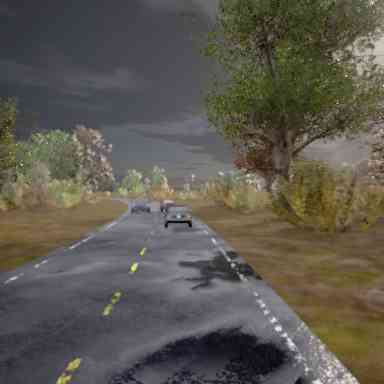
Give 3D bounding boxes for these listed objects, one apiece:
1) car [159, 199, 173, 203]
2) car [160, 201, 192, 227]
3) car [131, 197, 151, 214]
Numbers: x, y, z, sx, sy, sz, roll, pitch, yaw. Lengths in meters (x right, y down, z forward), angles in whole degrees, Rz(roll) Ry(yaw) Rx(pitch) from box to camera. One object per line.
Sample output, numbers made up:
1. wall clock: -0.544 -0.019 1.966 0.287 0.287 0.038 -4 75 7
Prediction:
1. car: -2.895 1.559 39.917 1.812 1.442 4.674 0 0 -8
2. car: -0.997 1.565 22.966 2.033 1.411 5.357 0 0 -4
3. car: -5.590 1.395 36.505 2.097 1.767 4.553 0 0 -8
